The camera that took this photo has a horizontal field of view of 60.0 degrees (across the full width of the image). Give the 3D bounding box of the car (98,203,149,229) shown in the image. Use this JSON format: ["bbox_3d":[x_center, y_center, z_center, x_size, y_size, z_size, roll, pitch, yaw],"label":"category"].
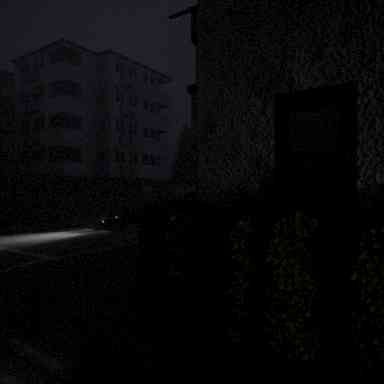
[{"bbox_3d":[-3.928,1.496,21.899,2.128,1.511,4.902,0,0,35],"label":"car"}]
